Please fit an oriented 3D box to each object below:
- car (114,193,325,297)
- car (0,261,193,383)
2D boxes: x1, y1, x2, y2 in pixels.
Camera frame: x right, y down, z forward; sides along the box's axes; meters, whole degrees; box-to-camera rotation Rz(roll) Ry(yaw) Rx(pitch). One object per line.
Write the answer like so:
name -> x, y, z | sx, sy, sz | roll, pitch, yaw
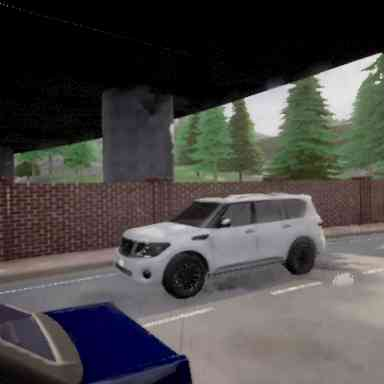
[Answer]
car -> 0.902, 1.094, 8.452 | 5.566, 2.045, 2.150 | -1, 1, -29
car -> -2.414, 1.619, 2.173 | 4.718, 1.301, 1.895 | -2, 1, -34
